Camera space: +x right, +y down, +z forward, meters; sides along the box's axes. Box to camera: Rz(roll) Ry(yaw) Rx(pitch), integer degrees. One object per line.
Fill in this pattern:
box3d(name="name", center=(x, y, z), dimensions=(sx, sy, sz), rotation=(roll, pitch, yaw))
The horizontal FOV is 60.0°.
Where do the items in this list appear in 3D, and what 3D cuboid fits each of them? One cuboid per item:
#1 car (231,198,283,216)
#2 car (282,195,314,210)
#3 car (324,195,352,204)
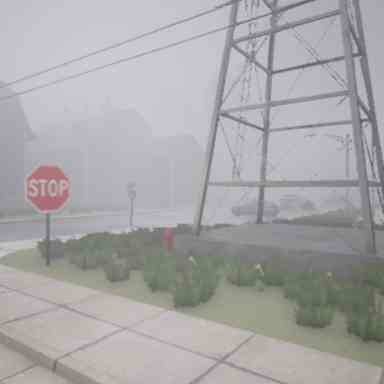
box3d(name="car", center=(5.487, 1.461, 29.381), dimensions=(4.193, 1.474, 1.816), rotation=(0, 0, 35))
box3d(name="car", center=(12.724, 1.266, 40.770), dimensions=(3.866, 1.878, 1.905), rotation=(0, 0, 35))
box3d(name="car", center=(26.555, 1.434, 60.636), dimensions=(4.611, 1.667, 2.242), rotation=(0, 0, 35))
